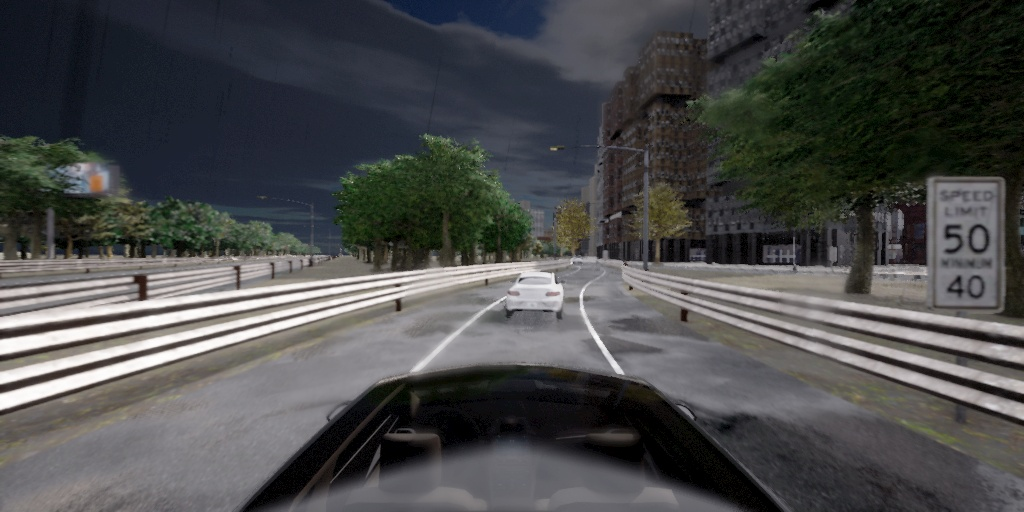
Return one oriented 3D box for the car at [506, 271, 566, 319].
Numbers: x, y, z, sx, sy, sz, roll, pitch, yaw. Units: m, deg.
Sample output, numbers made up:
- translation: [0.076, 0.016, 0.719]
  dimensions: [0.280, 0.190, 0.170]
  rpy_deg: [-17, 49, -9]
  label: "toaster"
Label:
- translation: [0.913, 1.274, 12.828]
  dimensions: [1.812, 1.442, 4.674]
  rpy_deg: [0, 0, 8]
  label: "car"
